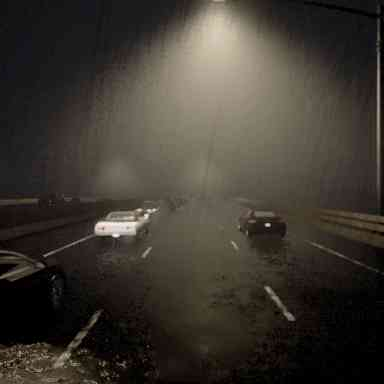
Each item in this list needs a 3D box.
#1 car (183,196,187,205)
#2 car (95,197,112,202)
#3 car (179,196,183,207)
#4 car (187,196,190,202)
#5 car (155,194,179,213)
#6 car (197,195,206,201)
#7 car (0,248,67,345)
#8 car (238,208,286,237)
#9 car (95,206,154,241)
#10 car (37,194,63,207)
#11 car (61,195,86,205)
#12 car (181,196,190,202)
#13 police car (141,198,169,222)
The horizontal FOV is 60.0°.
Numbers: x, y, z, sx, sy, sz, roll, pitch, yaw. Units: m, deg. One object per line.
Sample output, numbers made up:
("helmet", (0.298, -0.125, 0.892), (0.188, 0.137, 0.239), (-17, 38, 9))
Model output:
("car", (-2.435, 1.635, 59.779), (1.812, 1.442, 4.674), (0, 0, 2))
("car", (-13.315, 1.567, 50.245), (2.128, 1.511, 4.902), (0, 0, 2))
("car", (-2.780, 1.537, 49.007), (1.801, 1.575, 5.366), (0, 0, 2))
("car", (-2.015, 1.637, 70.739), (2.128, 1.511, 4.902), (0, 0, 2))
("car", (-3.066, 1.276, 37.883), (2.150, 2.045, 5.566), (0, 0, 1))
("car", (2.411, 1.622, 90.702), (2.128, 1.511, 4.902), (0, 0, 3))
("car", (-3.383, 1.495, 4.672), (2.128, 1.511, 4.902), (0, 0, 0))
("car", (3.715, 1.585, 18.218), (1.994, 1.385, 4.181), (0, 0, 1))
("car", (-3.302, 1.618, 16.741), (1.895, 1.301, 4.718), (0, 0, 1))
("car", (-20.373, 1.290, 48.475), (2.150, 2.045, 5.566), (0, 0, 2))
("car", (-16.872, 1.596, 48.419), (1.812, 1.442, 4.674), (0, 0, 2))
("car", (-1.526, 1.731, 81.696), (2.033, 1.411, 5.357), (0, 0, 3))
("police car", (-3.278, 1.539, 26.886), (2.038, 1.542, 4.974), (0, 0, 1))
